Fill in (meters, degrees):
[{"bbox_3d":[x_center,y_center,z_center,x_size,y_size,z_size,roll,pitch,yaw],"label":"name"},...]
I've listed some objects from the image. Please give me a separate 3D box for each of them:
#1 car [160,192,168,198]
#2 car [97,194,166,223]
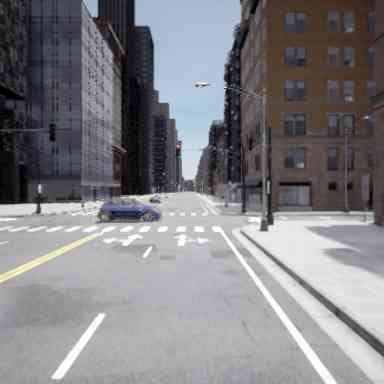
[{"bbox_3d":[-6.508,0.686,75.271,2.097,1.767,4.553,0,0,0],"label":"car"},{"bbox_3d":[-4.448,1.241,24.137,4.553,1.767,2.097,0,0,1],"label":"car"}]
